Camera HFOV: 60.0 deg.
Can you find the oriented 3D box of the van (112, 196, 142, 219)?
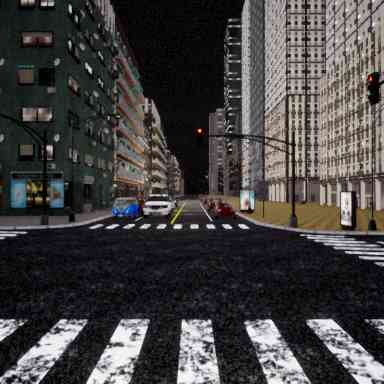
[{"bbox_3d":[-5.648,1.351,28.469,1.690,1.788,3.998,0,0,0],"label":"van"}]

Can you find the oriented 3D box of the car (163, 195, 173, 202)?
[{"bbox_3d":[-5.589,1.491,78.218,1.967,1.590,4.097,0,0,0],"label":"car"}]

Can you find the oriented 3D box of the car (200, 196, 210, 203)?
[{"bbox_3d":[2.784,1.590,72.679,1.887,1.381,4.507,0,0,0],"label":"car"}]

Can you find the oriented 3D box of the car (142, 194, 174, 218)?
[{"bbox_3d":[-3.068,1.232,30.263,2.150,2.045,5.566,0,0,-1],"label":"car"}]

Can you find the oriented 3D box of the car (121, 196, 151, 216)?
[{"bbox_3d":[-5.641,1.327,33.997,2.192,1.841,5.009,0,0,0],"label":"car"}]

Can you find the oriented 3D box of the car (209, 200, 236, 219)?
[{"bbox_3d":[2.731,1.591,28.458,1.802,1.307,4.206,0,0,0],"label":"car"}]

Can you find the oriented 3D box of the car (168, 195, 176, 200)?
[{"bbox_3d":[-5.570,1.639,94.801,1.947,1.339,4.313,0,0,0],"label":"car"}]

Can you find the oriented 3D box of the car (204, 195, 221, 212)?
[{"bbox_3d":[2.745,1.455,39.514,1.967,1.590,4.097,0,0,0],"label":"car"}]

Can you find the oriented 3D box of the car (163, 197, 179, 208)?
[{"bbox_3d":[-3.030,1.569,49.903,2.033,1.411,5.357,0,0,0],"label":"car"}]

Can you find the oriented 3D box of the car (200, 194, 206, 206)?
[{"bbox_3d":[2.765,1.467,56.097,1.967,1.590,4.097,0,0,0],"label":"car"}]

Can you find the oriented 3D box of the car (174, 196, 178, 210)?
[{"bbox_3d":[-3.045,1.541,40.134,1.812,1.442,4.674,0,0,0],"label":"car"}]

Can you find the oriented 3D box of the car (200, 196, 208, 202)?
[{"bbox_3d":[2.791,1.633,78.207,1.802,1.307,4.206,0,0,0],"label":"car"}]

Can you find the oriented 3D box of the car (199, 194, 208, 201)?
[{"bbox_3d":[2.799,1.373,83.735,2.192,1.841,5.009,0,0,0],"label":"car"}]
